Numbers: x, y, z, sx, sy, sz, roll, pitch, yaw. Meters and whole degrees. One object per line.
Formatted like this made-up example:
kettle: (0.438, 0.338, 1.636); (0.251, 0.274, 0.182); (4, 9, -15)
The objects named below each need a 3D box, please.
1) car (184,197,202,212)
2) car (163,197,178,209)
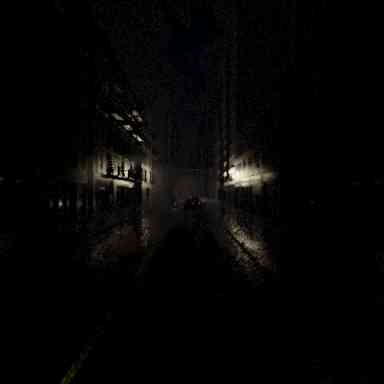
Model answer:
car: (0.113, 1.376, 40.206); (2.097, 1.767, 4.553); (0, 0, 0)
car: (-2.986, 1.531, 47.185); (1.837, 1.490, 4.892); (0, 0, 0)
